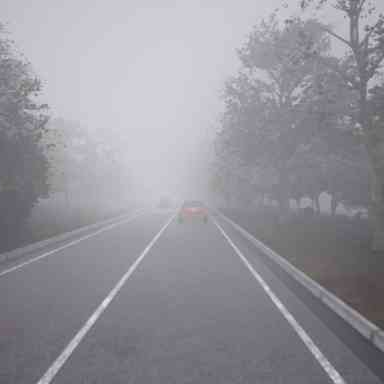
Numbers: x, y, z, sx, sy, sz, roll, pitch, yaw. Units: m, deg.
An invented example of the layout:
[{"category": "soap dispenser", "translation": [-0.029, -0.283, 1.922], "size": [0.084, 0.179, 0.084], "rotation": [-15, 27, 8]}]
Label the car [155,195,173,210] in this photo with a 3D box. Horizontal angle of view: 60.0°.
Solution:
[{"category": "car", "translation": [-3.598, 1.345, 43.638], "size": [2.097, 1.767, 4.553], "rotation": [0, 0, 0]}]

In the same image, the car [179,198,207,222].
[{"category": "car", "translation": [0.088, 1.366, 26.342], "size": [2.097, 1.767, 4.553], "rotation": [0, 0, 0]}]

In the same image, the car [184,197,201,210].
[{"category": "car", "translation": [0.080, 1.484, 44.218], "size": [2.128, 1.511, 4.902], "rotation": [0, 0, 0]}]
